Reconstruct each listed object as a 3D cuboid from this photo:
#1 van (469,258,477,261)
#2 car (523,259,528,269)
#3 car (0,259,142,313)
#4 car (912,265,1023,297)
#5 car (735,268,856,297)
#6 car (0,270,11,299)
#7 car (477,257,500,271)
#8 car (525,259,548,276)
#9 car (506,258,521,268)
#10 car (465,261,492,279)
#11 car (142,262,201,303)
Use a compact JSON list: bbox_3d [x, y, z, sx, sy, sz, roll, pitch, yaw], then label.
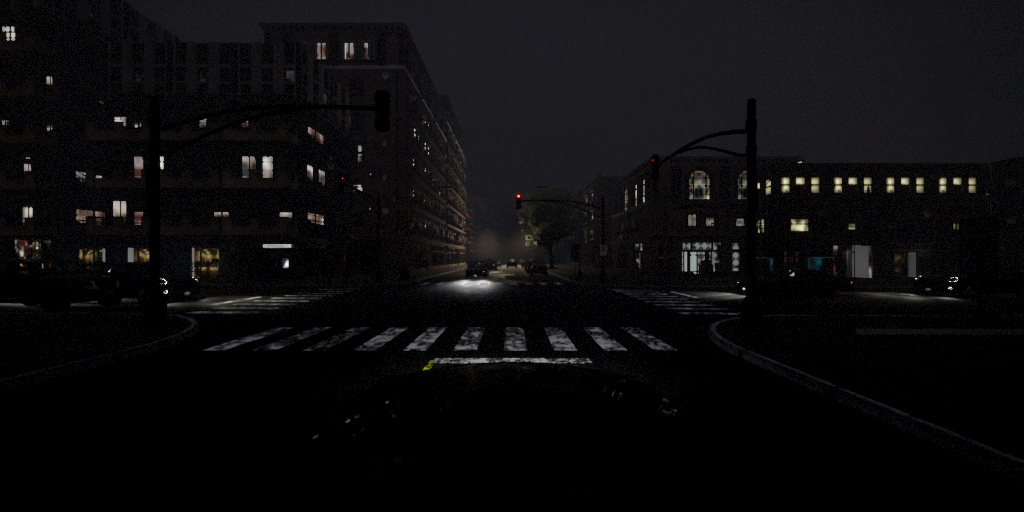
[{"bbox_3d":[-5.688,1.149,53.933,1.690,1.789,3.998,0,0,0],"label":"van"},{"bbox_3d":[2.693,1.228,42.538,1.967,1.591,4.097,0,0,0],"label":"car"},{"bbox_3d":[-17.276,1.013,13.123,5.009,1.841,2.192,0,0,0],"label":"car"},{"bbox_3d":[24.524,1.219,19.206,4.553,1.767,2.097,0,0,0],"label":"car"},{"bbox_3d":[15.025,1.372,19.140,5.357,1.411,2.033,0,0,0],"label":"car"},{"bbox_3d":[-25.582,1.274,15.653,4.718,1.301,1.895,0,0,0],"label":"car"},{"bbox_3d":[-3.093,1.150,48.669,2.097,1.767,4.553,0,0,0],"label":"car"},{"bbox_3d":[2.692,1.330,36.841,2.007,1.370,4.403,0,0,0],"label":"car"},{"bbox_3d":[0.003,1.319,63.198,2.128,1.511,4.902,0,0,0],"label":"car"},{"bbox_3d":[-3.099,1.373,32.453,1.895,1.301,4.718,0,0,0],"label":"car"},{"bbox_3d":[-16.526,1.053,15.739,4.553,1.767,2.097,0,0,-1],"label":"car"}]
